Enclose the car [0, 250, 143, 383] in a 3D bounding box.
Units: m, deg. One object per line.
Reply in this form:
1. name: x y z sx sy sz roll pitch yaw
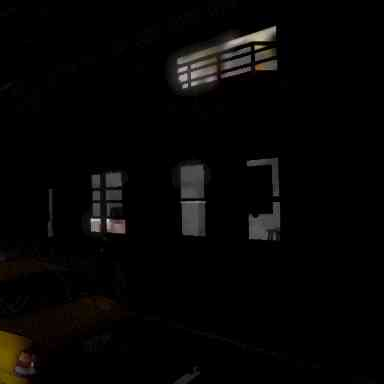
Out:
1. car: -2.862 1.528 4.788 4.829 1.417 1.752 0 -2 36
